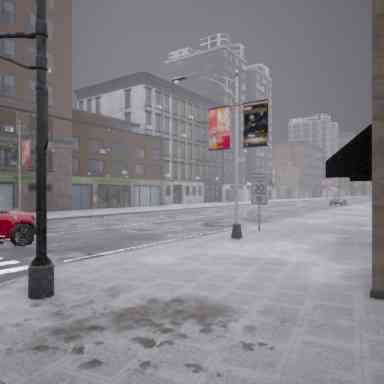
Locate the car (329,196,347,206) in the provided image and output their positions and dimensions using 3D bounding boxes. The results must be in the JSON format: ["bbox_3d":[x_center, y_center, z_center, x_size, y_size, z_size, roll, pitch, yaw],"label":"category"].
[{"bbox_3d":[22.646,1.376,51.516,2.033,1.411,5.357,0,0,34],"label":"car"}]

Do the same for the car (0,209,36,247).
[{"bbox_3d":[-8.595,1.189,12.480,2.150,2.045,5.566,0,0,35],"label":"car"}]
